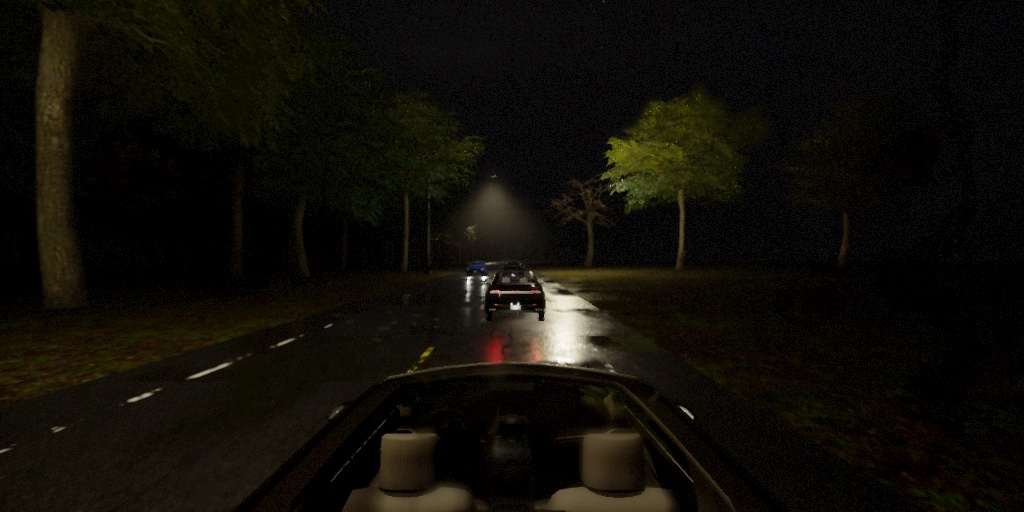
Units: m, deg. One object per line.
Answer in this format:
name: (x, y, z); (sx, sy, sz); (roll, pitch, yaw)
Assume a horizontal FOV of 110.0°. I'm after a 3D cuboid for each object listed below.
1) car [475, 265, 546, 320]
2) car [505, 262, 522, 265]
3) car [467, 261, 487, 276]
car: (0.104, 1.242, 12.569); (2.128, 1.511, 4.902); (0, 0, 0)
car: (0.108, 1.245, 30.948); (1.837, 1.490, 4.892); (0, 0, 0)
car: (-3.587, 1.261, 37.272); (1.812, 1.442, 4.674); (0, 0, 0)
